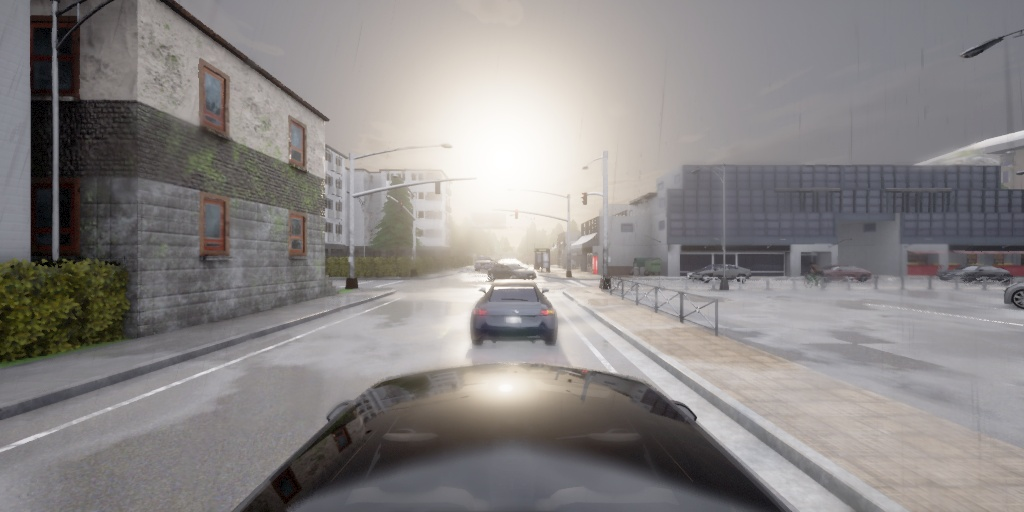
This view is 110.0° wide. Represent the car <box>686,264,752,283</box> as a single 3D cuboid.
[{"bbox_3d":[17.032,1.418,29.600,4.902,1.511,2.128,0,0,0],"label":"car"}]

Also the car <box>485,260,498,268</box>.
[{"bbox_3d":[-3.635,1.351,64.163,1.895,1.301,4.718,0,0,0],"label":"car"}]

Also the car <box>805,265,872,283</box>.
[{"bbox_3d":[26.931,1.452,29.631,4.674,1.442,1.812,0,0,0],"label":"car"}]

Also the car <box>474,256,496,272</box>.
[{"bbox_3d":[-3.654,0.967,47.158,2.150,2.045,5.566,0,1,0],"label":"car"}]

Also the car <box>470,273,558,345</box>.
[{"bbox_3d":[0.053,1.314,9.502,1.994,1.385,4.181,0,0,0],"label":"car"}]

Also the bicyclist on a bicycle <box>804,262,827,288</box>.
[{"bbox_3d":[18.689,1.227,22.123,0.582,1.620,1.656,0,0,0],"label":"bicyclist on a bicycle"}]

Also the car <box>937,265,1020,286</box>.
[{"bbox_3d":[38.186,1.452,29.654,4.674,1.442,1.812,0,0,0],"label":"car"}]

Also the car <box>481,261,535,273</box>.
[{"bbox_3d":[-0.109,1.368,29.149,1.837,1.490,4.892,-2,1,-39],"label":"car"}]
